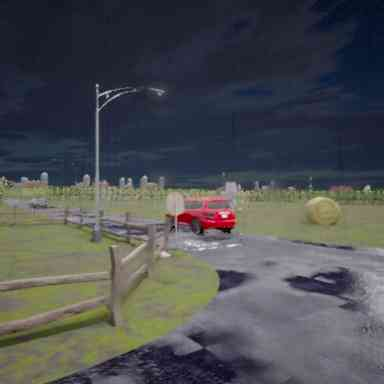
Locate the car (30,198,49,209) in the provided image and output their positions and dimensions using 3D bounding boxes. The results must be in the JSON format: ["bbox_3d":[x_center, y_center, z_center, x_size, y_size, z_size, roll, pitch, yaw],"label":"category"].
[{"bbox_3d":[-21.825,1.619,47.453,1.837,1.490,4.892,0,0,-35],"label":"car"}]

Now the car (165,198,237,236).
[{"bbox_3d":[0.364,1.375,19.883,2.150,2.045,5.566,1,0,-31],"label":"car"}]
